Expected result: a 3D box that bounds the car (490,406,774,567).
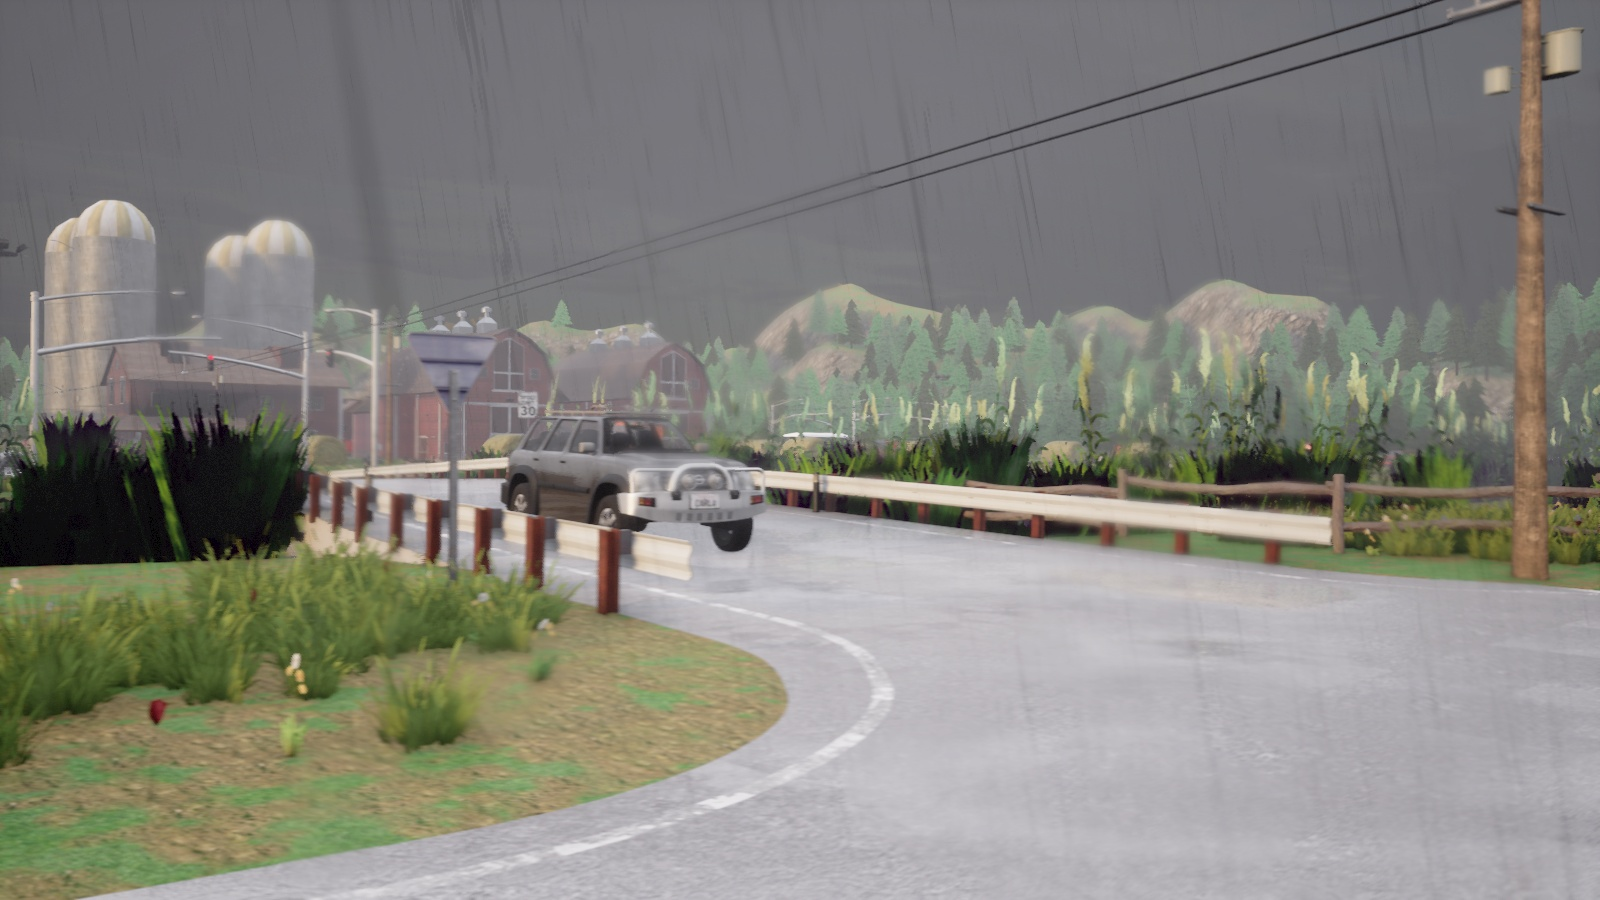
[{"bbox_3d":[-2.415,0.355,16.858,1.932,1.855,4.605,0,2,-34],"label":"car"}]
